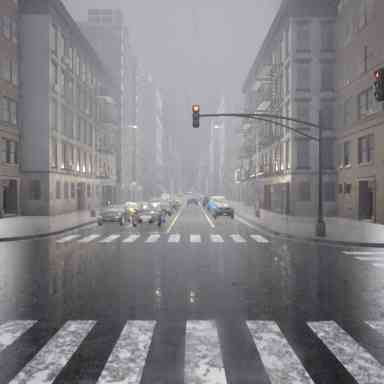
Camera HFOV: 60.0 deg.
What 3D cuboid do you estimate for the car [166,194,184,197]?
[{"bbox_3d":[-2.801,1.473,53.006,1.882,1.535,5.008,0,0,1],"label":"car"}]

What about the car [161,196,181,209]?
[{"bbox_3d":[-2.838,1.560,42.752,1.994,1.385,4.181,0,0,1],"label":"car"}]

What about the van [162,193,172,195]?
[{"bbox_3d":[-5.435,1.336,66.736,1.690,1.788,3.998,0,0,0],"label":"van"}]

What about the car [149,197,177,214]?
[{"bbox_3d":[-2.848,1.544,32.738,2.033,1.411,5.357,0,0,0],"label":"car"}]

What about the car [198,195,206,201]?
[{"bbox_3d":[2.648,1.560,88.363,1.947,1.339,4.313,0,0,0],"label":"car"}]

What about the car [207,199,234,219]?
[{"bbox_3d":[2.637,1.548,28.894,2.008,1.369,4.403,0,0,0],"label":"car"}]

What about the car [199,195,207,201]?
[{"bbox_3d":[2.647,1.539,82.957,1.887,1.381,4.507,0,0,0],"label":"car"}]

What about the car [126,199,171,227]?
[{"bbox_3d":[-2.851,1.489,22.855,2.128,1.511,4.902,0,0,0],"label":"car"}]

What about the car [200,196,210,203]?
[{"bbox_3d":[2.644,1.521,66.907,1.752,1.417,4.829,0,0,0],"label":"car"}]

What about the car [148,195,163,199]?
[{"bbox_3d":[-5.414,1.436,45.111,1.967,1.590,4.097,0,0,0],"label":"car"}]

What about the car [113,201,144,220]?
[{"bbox_3d":[-5.398,1.523,28.723,1.752,1.417,4.829,0,0,0],"label":"car"}]

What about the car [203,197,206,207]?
[{"bbox_3d":[2.639,1.578,39.707,1.802,1.307,4.206,0,0,0],"label":"car"}]

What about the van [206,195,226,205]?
[{"bbox_3d":[2.638,1.338,34.300,1.690,1.788,3.998,0,0,0],"label":"van"}]

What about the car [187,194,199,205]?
[{"bbox_3d":[0.094,1.501,57.056,1.837,1.490,4.892,0,0,0],"label":"car"}]

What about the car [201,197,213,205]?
[{"bbox_3d":[2.643,1.546,61.332,2.008,1.369,4.403,0,0,0],"label":"car"}]

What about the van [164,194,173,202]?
[{"bbox_3d":[-5.446,1.336,77.548,1.690,1.788,3.998,0,0,0],"label":"van"}]

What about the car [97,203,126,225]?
[{"bbox_3d":[-5.392,1.549,23.486,2.008,1.369,4.403,0,0,0],"label":"car"}]

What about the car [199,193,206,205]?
[{"bbox_3d":[2.641,1.311,50.519,2.192,1.841,5.009,0,0,0],"label":"car"}]

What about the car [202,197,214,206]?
[{"bbox_3d":[2.642,1.562,55.925,1.947,1.339,4.313,0,0,0],"label":"car"}]
